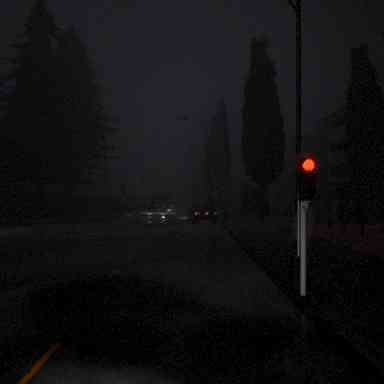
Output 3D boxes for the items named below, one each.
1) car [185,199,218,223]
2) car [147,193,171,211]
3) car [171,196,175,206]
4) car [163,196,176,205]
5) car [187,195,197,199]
[{"bbox_3d":[0.667,1.547,25.737,2.033,1.411,5.357,0,0,-8],"label":"car"},{"bbox_3d":[-4.141,1.221,40.760,2.150,2.045,5.566,0,0,0],"label":"car"},{"bbox_3d":[-4.136,1.221,51.197,2.150,2.045,5.566,0,0,0],"label":"car"},{"bbox_3d":[-4.090,1.547,61.899,2.033,1.411,5.357,0,0,0],"label":"car"},{"bbox_3d":[-0.020,1.550,73.122,2.097,1.767,4.553,0,0,0],"label":"car"}]
